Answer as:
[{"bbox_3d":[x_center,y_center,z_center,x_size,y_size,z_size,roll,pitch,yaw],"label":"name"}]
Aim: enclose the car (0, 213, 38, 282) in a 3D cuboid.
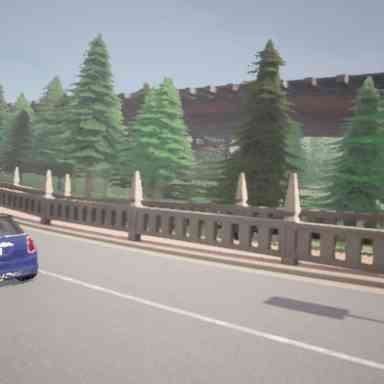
[{"bbox_3d":[-5.806,1.185,8.132,4.553,1.767,2.097,3,2,35],"label":"car"}]
